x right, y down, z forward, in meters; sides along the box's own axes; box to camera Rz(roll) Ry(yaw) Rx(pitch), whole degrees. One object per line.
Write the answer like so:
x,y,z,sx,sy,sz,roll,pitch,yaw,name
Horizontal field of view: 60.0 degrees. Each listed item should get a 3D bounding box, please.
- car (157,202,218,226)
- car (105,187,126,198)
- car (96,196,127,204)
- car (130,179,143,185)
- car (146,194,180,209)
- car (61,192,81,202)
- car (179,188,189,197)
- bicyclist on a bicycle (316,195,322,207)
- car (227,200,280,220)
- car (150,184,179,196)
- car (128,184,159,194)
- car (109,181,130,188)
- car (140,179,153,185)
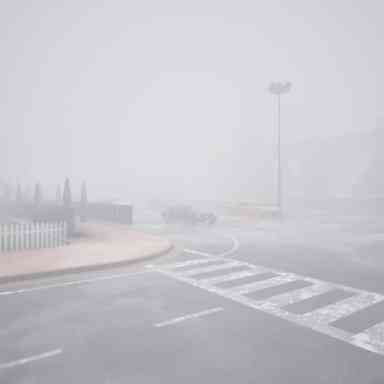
-0.264,1.600,23.460,1.895,1.301,4.718,0,0,-35,car
-11.513,0.496,50.099,1.812,1.442,4.674,0,6,-37,car
-8.738,1.456,34.747,1.895,1.301,4.718,0,2,-37,car
-12.828,-1.489,69.603,1.882,1.535,5.008,0,7,-37,car
-3.469,1.383,39.380,2.033,1.411,5.357,0,2,-37,car
-16.029,0.696,44.446,1.994,1.385,4.181,0,5,-36,car
-2.498,0.056,61.686,1.882,1.535,5.008,0,6,-37,car
18.061,1.289,47.375,1.656,1.620,0.582,0,0,-37,bicyclist on a bicycle
5.113,1.472,28.083,1.882,1.535,5.008,0,0,-37,car
-5.001,0.109,59.192,1.882,1.535,5.008,0,6,-37,car
-8.556,0.057,57.927,2.033,1.411,5.357,0,6,-37,car
-14.819,-1.301,66.260,1.882,1.535,5.008,0,7,-37,car
-10.504,-1.829,72.186,2.150,2.045,5.566,0,7,-37,car
